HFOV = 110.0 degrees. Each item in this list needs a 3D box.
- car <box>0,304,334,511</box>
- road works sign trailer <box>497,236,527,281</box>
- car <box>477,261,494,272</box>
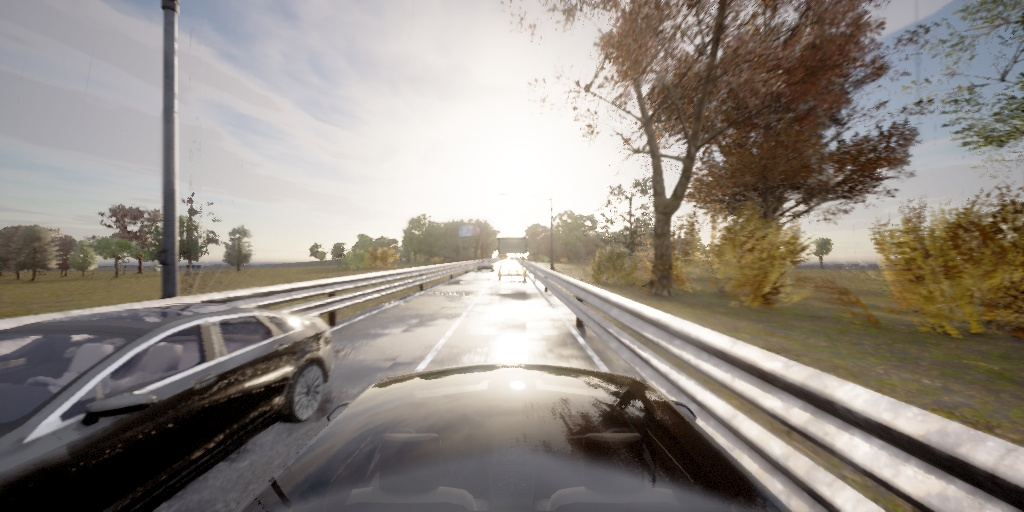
[{"bbox_3d":[-3.348,1.241,2.936,2.128,1.511,4.902,0,0,0],"label":"car"},{"bbox_3d":[0.021,0.190,29.493,2.380,3.560,2.880,0,0,0],"label":"road works sign trailer"},{"bbox_3d":[-3.296,1.276,45.401,1.994,1.385,4.181,0,0,0],"label":"car"}]
